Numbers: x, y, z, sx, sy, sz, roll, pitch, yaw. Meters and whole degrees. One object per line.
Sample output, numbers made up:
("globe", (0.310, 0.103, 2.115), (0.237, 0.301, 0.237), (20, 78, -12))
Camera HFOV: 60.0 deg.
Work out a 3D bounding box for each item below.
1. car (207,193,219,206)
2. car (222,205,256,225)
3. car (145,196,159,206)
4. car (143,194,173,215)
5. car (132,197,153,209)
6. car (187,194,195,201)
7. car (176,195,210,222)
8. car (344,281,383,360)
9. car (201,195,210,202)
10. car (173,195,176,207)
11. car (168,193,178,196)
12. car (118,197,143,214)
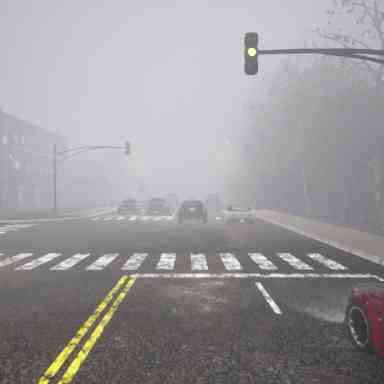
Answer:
("car", (3.243, 1.201, 54.324), (2.150, 2.045, 5.566), (0, 0, 0))
("car", (3.303, 1.594, 24.239), (1.895, 1.301, 4.718), (0, 0, 0))
("car", (-6.682, 1.505, 55.779), (1.812, 1.442, 4.674), (0, 0, 0))
("car", (-3.412, 1.341, 34.141), (2.097, 1.767, 4.553), (0, 0, 0))
("car", (-6.675, 1.476, 45.559), (2.128, 1.511, 4.902), (0, 0, 0))
("car", (-0.152, 1.301, 75.919), (1.837, 1.490, 4.892), (0, 0, 0))
("car", (0.050, 1.345, 26.037), (2.097, 1.767, 4.553), (0, 0, 0))
("car", (3.346, 1.562, 3.462), (1.994, 1.385, 4.181), (0, 0, 0))
("car", (3.100, 1.446, 75.889), (1.882, 1.535, 5.008), (0, 0, 0))
("car", (-3.423, 1.531, 43.715), (2.033, 1.411, 5.357), (0, 0, 1))
("car", (-3.397, 1.195, 57.249), (2.150, 2.045, 5.566), (0, 1, 3))
("car", (-6.663, 1.493, 35.682), (1.837, 1.490, 4.892), (0, 0, 0))
